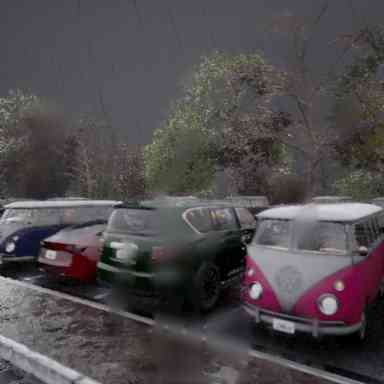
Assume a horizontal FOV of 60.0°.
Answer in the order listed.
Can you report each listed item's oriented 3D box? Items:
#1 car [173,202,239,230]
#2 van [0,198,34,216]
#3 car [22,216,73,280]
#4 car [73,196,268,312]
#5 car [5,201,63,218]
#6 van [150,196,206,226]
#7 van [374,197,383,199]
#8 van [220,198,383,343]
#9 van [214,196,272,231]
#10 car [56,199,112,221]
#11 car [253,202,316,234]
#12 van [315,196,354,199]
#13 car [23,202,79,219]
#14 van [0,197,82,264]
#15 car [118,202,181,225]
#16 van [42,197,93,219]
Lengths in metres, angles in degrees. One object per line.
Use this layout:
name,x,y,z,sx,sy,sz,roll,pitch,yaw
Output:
car,1.133,1.540,23.221,1.946,1.575,5.366,-1,-1,35
van,-21.396,1.727,39.550,1.878,1.987,4.442,-1,-1,35
car,-1.908,1.499,9.608,2.163,1.488,4.792,0,0,35
car,0.336,1.195,8.017,2.435,2.045,5.566,0,0,35
car,-16.949,1.849,36.030,1.946,1.575,5.366,-1,-1,35
van,-0.957,1.355,25.071,1.878,1.987,4.442,-1,-1,35
van,10.331,1.226,17.074,1.878,1.987,4.442,0,0,35
van,2.518,1.226,6.294,1.878,1.987,4.442,0,0,35
van,3.428,1.279,21.678,1.878,1.987,4.442,-1,-1,35
car,-10.083,1.609,31.354,2.185,1.767,4.553,-1,-1,35
car,5.761,1.466,20.175,2.097,1.535,5.008,-1,-1,35
van,7.827,1.219,18.562,1.878,1.987,4.442,0,0,35
car,-14.588,1.812,34.576,2.231,1.521,4.892,-1,-1,35
van,-4.265,1.282,11.099,1.878,1.987,4.442,-1,-1,35
car,-3.285,1.621,26.570,2.231,1.521,4.892,-1,-1,35
van,-12.259,1.547,33.077,1.878,1.987,4.442,-1,-1,35
